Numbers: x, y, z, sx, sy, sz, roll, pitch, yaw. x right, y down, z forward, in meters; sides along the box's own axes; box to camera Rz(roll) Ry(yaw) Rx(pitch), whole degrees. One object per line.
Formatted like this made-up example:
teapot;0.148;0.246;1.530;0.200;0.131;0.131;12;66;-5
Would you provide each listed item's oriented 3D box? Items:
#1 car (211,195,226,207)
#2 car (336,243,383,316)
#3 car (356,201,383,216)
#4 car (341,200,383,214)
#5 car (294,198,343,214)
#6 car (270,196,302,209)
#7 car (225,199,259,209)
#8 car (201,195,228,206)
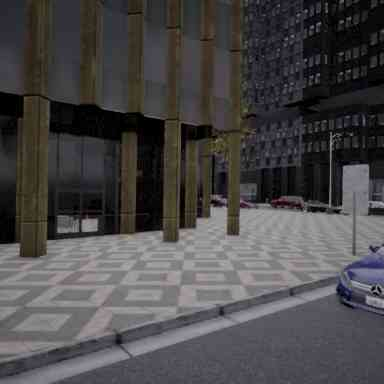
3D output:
car;3.511;1.313;47.257;2.192;1.841;5.009;1;-1;-35
car;4.863;1.530;6.749;4.674;1.442;1.812;0;0;-36
car;16.271;1.518;29.271;2.008;1.369;4.403;1;-1;-35
car;20.026;1.709;38.707;2.008;1.369;4.403;1;-1;-35
car;13.080;1.540;33.767;1.947;1.339;4.313;1;-1;-35
car;13.648;1.488;47.701;2.192;1.841;5.009;1;-1;-35
car;6.698;1.571;42.758;1.802;1.307;4.206;1;-1;-35
car;4.076;1.513;61.187;2.192;1.841;5.009;1;-1;-35
